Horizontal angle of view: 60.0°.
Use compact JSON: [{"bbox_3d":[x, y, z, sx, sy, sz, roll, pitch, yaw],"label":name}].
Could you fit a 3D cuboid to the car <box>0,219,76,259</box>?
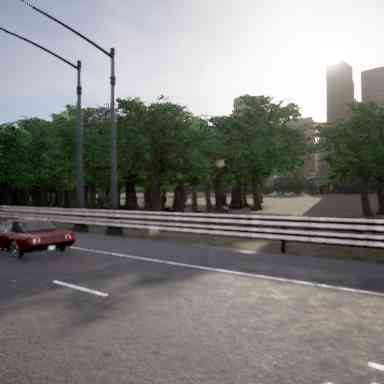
[{"bbox_3d":[-6.762,1.724,13.256,4.718,1.301,1.895,-1,0,38],"label":"car"}]
